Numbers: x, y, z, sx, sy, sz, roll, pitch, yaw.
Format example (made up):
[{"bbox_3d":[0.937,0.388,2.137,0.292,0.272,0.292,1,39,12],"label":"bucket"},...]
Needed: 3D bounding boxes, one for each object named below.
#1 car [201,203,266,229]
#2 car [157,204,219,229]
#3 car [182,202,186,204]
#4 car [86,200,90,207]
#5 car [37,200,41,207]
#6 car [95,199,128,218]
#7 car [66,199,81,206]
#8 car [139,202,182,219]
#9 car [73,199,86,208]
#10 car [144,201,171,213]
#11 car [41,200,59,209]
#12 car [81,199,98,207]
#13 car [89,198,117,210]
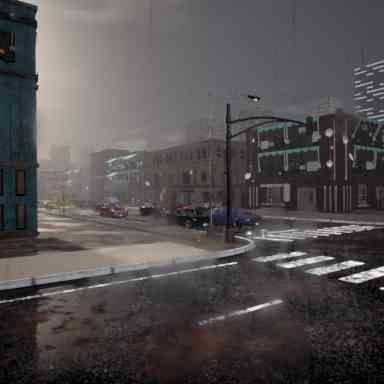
[{"bbox_3d":[2.783,1.749,23.990,2.033,1.411,5.357,-1,0,-34],"label":"car"},{"bbox_3d":[-0.385,1.814,23.793,1.947,1.339,4.313,-2,0,-35],"label":"car"},{"bbox_3d":[-1.489,1.902,40.032,1.802,1.307,4.206,-2,0,-35],"label":"car"},{"bbox_3d":[-17.520,1.938,62.595,2.192,1.841,5.009,-1,0,-35],"label":"car"},{"bbox_3d":[-30.756,2.375,66.768,2.008,1.369,4.403,-1,0,-35],"label":"car"},{"bbox_3d":[-8.324,1.846,35.177,1.967,1.590,4.097,-1,0,-35],"label":"car"},{"bbox_3d":[-27.129,2.363,76.135,1.947,1.339,4.313,-1,0,-35],"label":"car"},{"bbox_3d":[-3.515,1.818,32.900,2.128,1.511,4.902,-1,0,-35],"label":"car"},{"bbox_3d":[-20.457,2.190,62.280,1.812,1.442,4.674,-1,0,-35],"label":"car"},{"bbox_3d":[-4.693,1.965,44.544,1.802,1.307,4.206,-2,0,-35],"label":"car"},{"bbox_3d":[-24.247,2.232,57.603,1.752,1.417,4.829,-1,0,-35],"label":"car"},{"bbox_3d":[-20.719,2.226,67.108,1.887,1.381,4.507,-1,0,-35],"label":"car"},{"bbox_3d":[-11.453,1.972,44.107,2.128,1.511,4.902,-1,0,-35],"label":"car"}]
